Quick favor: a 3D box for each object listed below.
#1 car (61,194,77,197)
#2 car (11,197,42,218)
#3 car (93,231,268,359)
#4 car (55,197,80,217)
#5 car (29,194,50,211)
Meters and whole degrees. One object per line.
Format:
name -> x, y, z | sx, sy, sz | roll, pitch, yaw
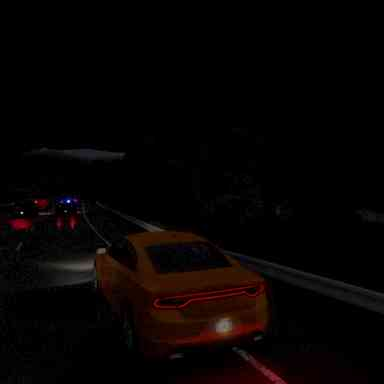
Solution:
car -> -15.290, 1.221, 41.448 | 2.150, 2.045, 5.566 | 0, 0, -18
car -> -15.059, 1.505, 30.161 | 1.837, 1.490, 4.892 | 0, 0, -19
car -> -0.640, 1.478, 6.295 | 1.882, 1.535, 5.008 | 0, 0, -25
car -> -11.882, 1.491, 31.546 | 2.128, 1.511, 4.902 | 0, 0, -19
car -> -18.457, 1.221, 40.059 | 2.150, 2.045, 5.566 | 0, 0, -19
